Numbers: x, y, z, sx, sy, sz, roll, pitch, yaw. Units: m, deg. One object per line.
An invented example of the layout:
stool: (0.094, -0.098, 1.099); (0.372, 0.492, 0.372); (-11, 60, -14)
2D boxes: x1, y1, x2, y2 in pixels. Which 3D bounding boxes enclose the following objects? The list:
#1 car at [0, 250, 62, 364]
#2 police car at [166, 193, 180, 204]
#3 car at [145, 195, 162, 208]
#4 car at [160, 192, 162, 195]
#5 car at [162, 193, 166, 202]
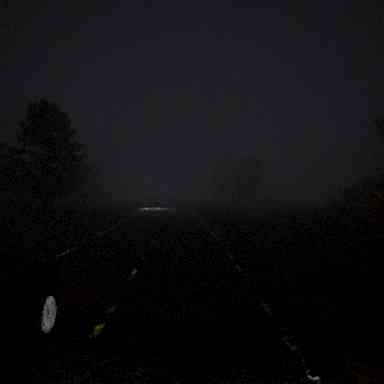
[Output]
car: (-3.151, 1.478, 3.748); (1.882, 1.535, 5.008); (0, 0, -1)
police car: (-3.562, 1.417, 65.021); (1.930, 1.638, 5.238); (0, 0, -8)
car: (-5.583, 1.500, 47.958); (1.837, 1.490, 4.892); (0, -1, -6)
car: (-5.963, 1.221, 80.838); (2.150, 2.045, 5.566); (0, 0, -10)
car: (-4.989, 1.345, 74.827); (2.097, 1.767, 4.553); (0, 0, -9)
